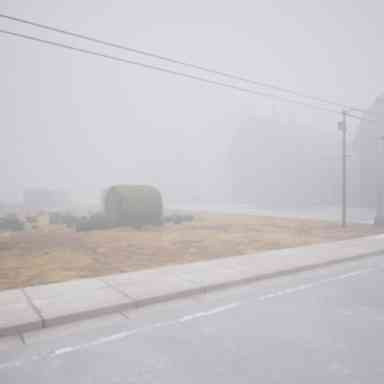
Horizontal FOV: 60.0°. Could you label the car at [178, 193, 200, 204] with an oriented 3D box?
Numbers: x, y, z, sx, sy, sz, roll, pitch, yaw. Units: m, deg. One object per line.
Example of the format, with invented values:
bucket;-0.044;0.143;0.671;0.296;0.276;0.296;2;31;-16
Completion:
car;-0.550;1.184;60.062;3.866;1.878;1.905;-2;5;11
